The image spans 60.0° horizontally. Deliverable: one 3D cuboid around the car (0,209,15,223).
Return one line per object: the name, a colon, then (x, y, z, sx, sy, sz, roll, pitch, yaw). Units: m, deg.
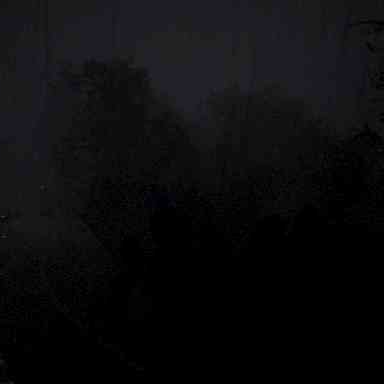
car: (-21.219, 2.635, 36.790, 1.812, 1.442, 4.674, 1, -3, -21)

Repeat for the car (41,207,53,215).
car: (-28.712, 3.776, 65.865, 1.994, 1.385, 4.181, 1, -2, -22)

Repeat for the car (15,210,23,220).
car: (-24.813, 3.141, 46.187, 1.895, 1.301, 4.718, 1, -3, -21)

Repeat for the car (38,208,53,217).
car: (-25.117, 3.574, 56.673, 1.994, 1.385, 4.181, 1, -3, -21)

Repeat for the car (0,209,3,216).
car: (-18.001, 2.267, 28.272, 2.033, 1.411, 5.357, 1, -3, -20)
